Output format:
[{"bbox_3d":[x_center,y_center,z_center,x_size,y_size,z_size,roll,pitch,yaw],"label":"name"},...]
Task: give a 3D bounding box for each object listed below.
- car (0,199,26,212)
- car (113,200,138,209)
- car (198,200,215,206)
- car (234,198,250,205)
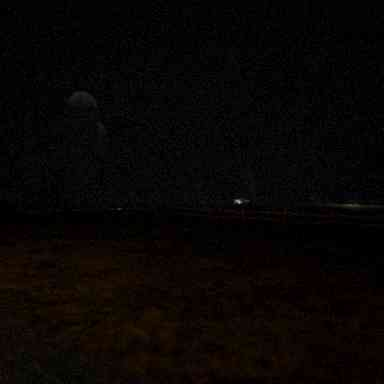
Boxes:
[{"bbox_3d":[-21.625,1.590,38.051,1.837,1.490,4.892,-3,-2,36],"label":"car"},{"bbox_3d":[-11.398,2.094,57.257,1.812,1.442,4.674,-1,-2,36],"label":"car"},{"bbox_3d":[3.286,2.454,72.991,2.128,1.511,4.902,-1,-2,36],"label":"car"},{"bbox_3d":[12.979,2.467,86.568,2.150,2.045,5.566,-1,-2,36],"label":"car"}]
